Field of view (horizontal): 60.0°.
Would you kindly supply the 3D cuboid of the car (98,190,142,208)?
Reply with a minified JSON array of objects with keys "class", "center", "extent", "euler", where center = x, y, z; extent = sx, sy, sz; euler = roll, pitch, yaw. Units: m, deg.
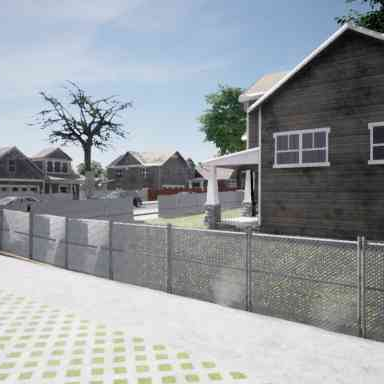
[{"class":"car","center":[-6.843,0.671,31.149],"extent":[2.097,1.767,4.553],"euler":[0,2,35]}]

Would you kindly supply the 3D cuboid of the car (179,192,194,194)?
[{"class":"car","center":[-0.920,0.639,39.537],"extent":[1.895,1.301,4.718],"euler":[0,2,35]}]

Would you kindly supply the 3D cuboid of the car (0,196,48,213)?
[{"class":"car","center":[-12.430,1.077,23.235],"extent":[2.128,1.511,4.902],"euler":[0,2,35]}]
